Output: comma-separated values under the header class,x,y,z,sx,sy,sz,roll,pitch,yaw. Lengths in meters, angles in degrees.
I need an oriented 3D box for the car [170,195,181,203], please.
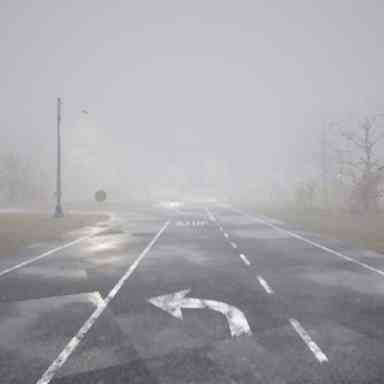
class,x,y,z,sx,sy,sz,roll,pitch,yaw
car,-3.403,1.408,68.459,2.128,1.511,4.902,0,0,0
